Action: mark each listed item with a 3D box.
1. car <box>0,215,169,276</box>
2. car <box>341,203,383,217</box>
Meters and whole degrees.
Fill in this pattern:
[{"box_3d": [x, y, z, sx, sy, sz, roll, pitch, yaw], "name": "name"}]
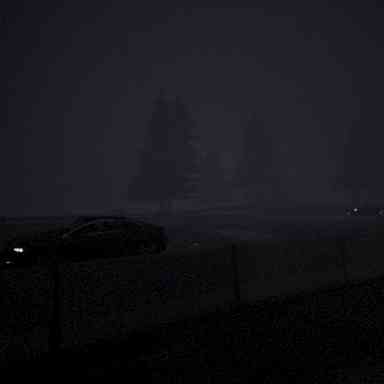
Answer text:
[{"box_3d": [-3.076, 1.490, 10.202, 4.902, 1.511, 2.128, 0, 0, -33], "name": "car"}, {"box_3d": [17.222, 1.790, 33.155, 4.718, 1.301, 1.895, 0, 0, -23], "name": "car"}]
